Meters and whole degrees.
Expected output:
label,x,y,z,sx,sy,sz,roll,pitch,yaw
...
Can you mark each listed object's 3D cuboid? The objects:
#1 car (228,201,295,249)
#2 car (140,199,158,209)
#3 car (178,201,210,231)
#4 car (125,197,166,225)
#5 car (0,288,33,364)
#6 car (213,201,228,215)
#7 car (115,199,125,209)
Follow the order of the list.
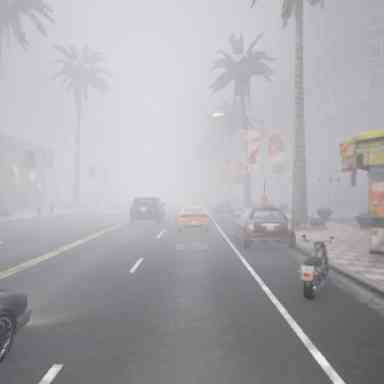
label,x,y,z,sx,sy,sz,roll,pitch,yaw
car,3.096,1.446,15.212,2.185,1.767,4.553,0,0,0
car,-6.635,1.804,51.496,2.128,1.511,4.902,0,0,1
car,0.138,1.607,21.723,1.882,1.535,5.008,0,0,1
car,-3.321,1.374,25.607,2.150,2.045,5.566,0,0,1
car,-3.400,1.564,2.729,2.033,1.411,5.357,0,0,0
car,3.402,1.734,37.140,2.161,1.482,4.786,0,0,0
car,-10.175,1.785,49.625,2.128,1.511,4.902,0,-1,1
